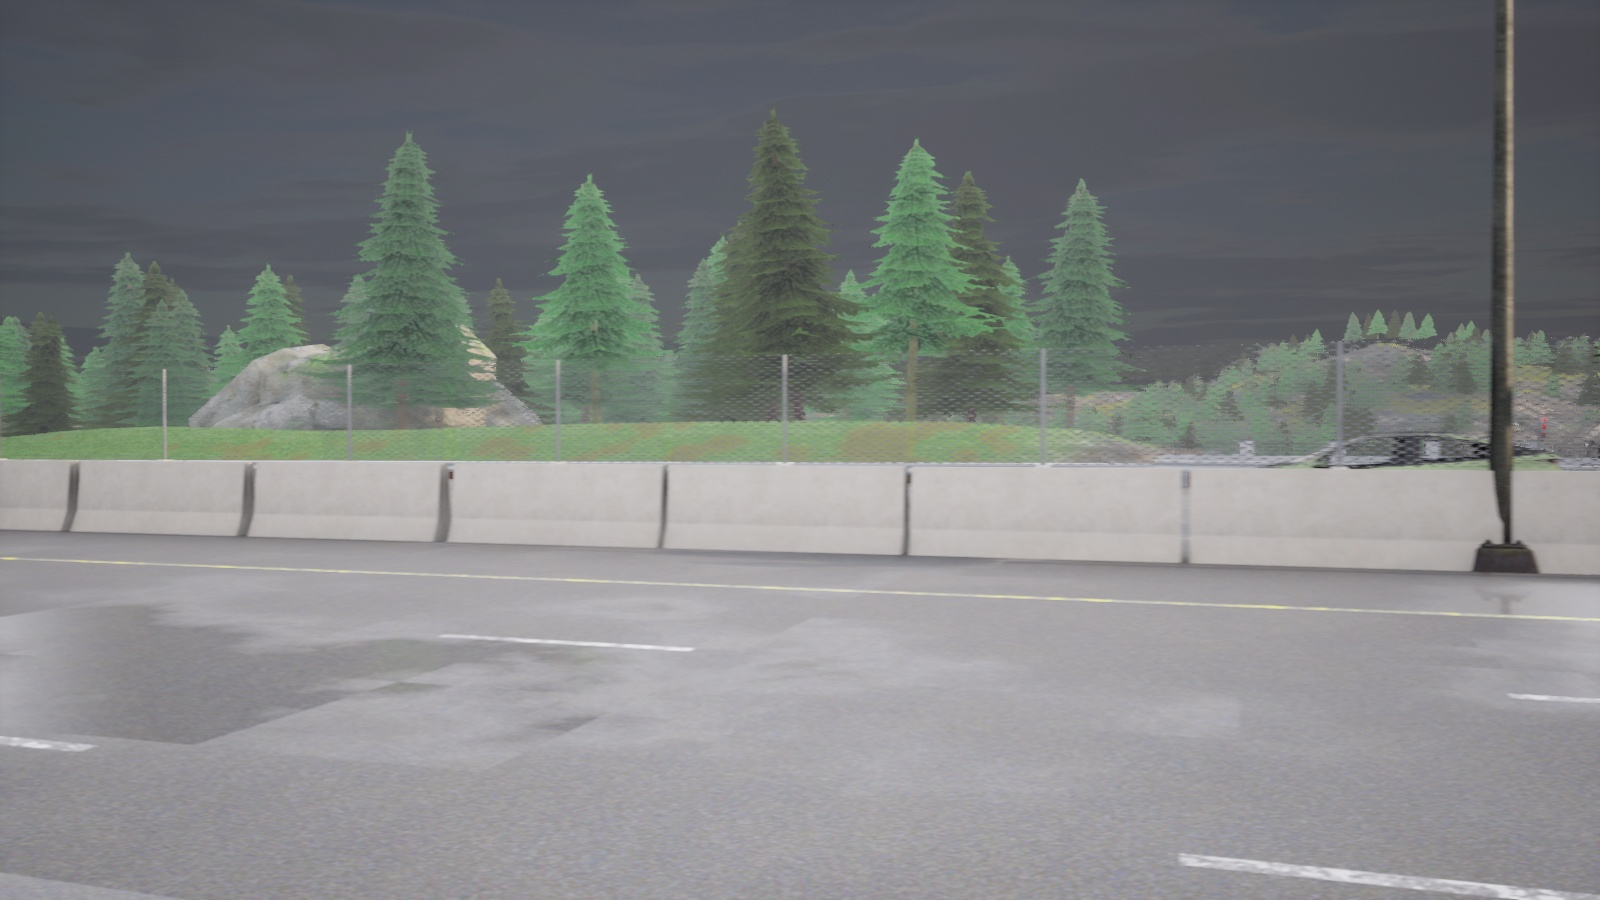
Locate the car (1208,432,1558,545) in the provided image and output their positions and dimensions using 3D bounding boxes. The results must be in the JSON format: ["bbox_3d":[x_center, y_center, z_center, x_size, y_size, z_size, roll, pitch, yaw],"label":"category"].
[{"bbox_3d":[8.503,0.504,18.794,4.514,1.525,2.007,1,1,19],"label":"car"}]
